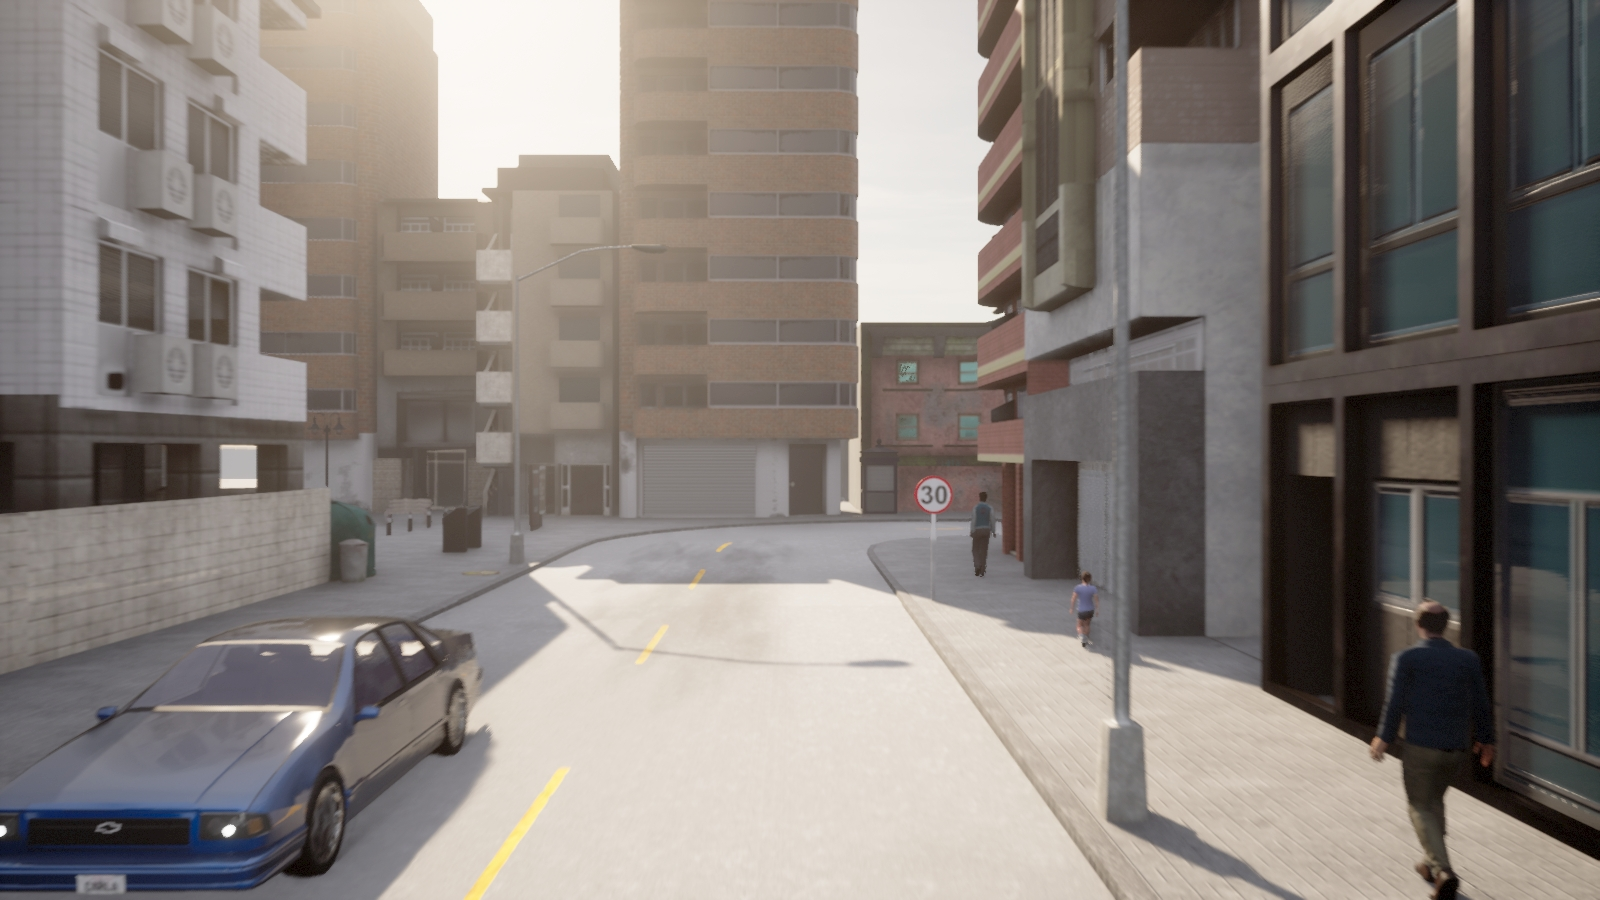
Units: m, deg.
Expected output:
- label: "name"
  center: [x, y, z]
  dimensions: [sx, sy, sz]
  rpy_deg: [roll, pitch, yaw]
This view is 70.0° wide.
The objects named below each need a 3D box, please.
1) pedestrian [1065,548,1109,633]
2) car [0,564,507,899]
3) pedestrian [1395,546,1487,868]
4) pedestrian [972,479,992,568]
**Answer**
- label: "pedestrian"
  center: [3.922, 1.916, 15.640]
  dimensions: [0.500, 1.100, 0.500]
  rpy_deg: [0, 0, 2]
- label: "car"
  center: [-4.044, 1.894, 9.232]
  dimensions: [2.033, 1.411, 5.357]
  rpy_deg: [0, 0, -1]
- label: "pedestrian"
  center: [3.880, 1.530, 6.935]
  dimensions: [0.375, 1.860, 0.375]
  rpy_deg: [0, 0, 8]
- label: "pedestrian"
  center: [3.862, 1.545, 24.195]
  dimensions: [0.375, 1.860, 0.375]
  rpy_deg: [0, 0, 2]
